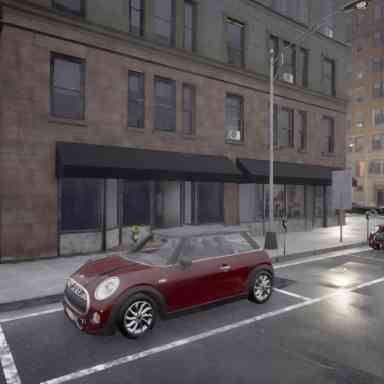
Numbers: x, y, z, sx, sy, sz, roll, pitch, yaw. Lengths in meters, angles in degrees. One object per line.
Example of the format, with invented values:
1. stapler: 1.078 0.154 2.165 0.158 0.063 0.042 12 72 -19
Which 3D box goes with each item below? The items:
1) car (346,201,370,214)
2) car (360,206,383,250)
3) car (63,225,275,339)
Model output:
1. car: 15.589 1.531 30.734 1.895 1.301 4.718 1 0 -36
2. car: 8.632 1.445 12.872 4.097 1.590 1.967 0 0 -35
3. car: -0.327 1.441 6.513 4.097 1.590 1.967 0 0 -35
